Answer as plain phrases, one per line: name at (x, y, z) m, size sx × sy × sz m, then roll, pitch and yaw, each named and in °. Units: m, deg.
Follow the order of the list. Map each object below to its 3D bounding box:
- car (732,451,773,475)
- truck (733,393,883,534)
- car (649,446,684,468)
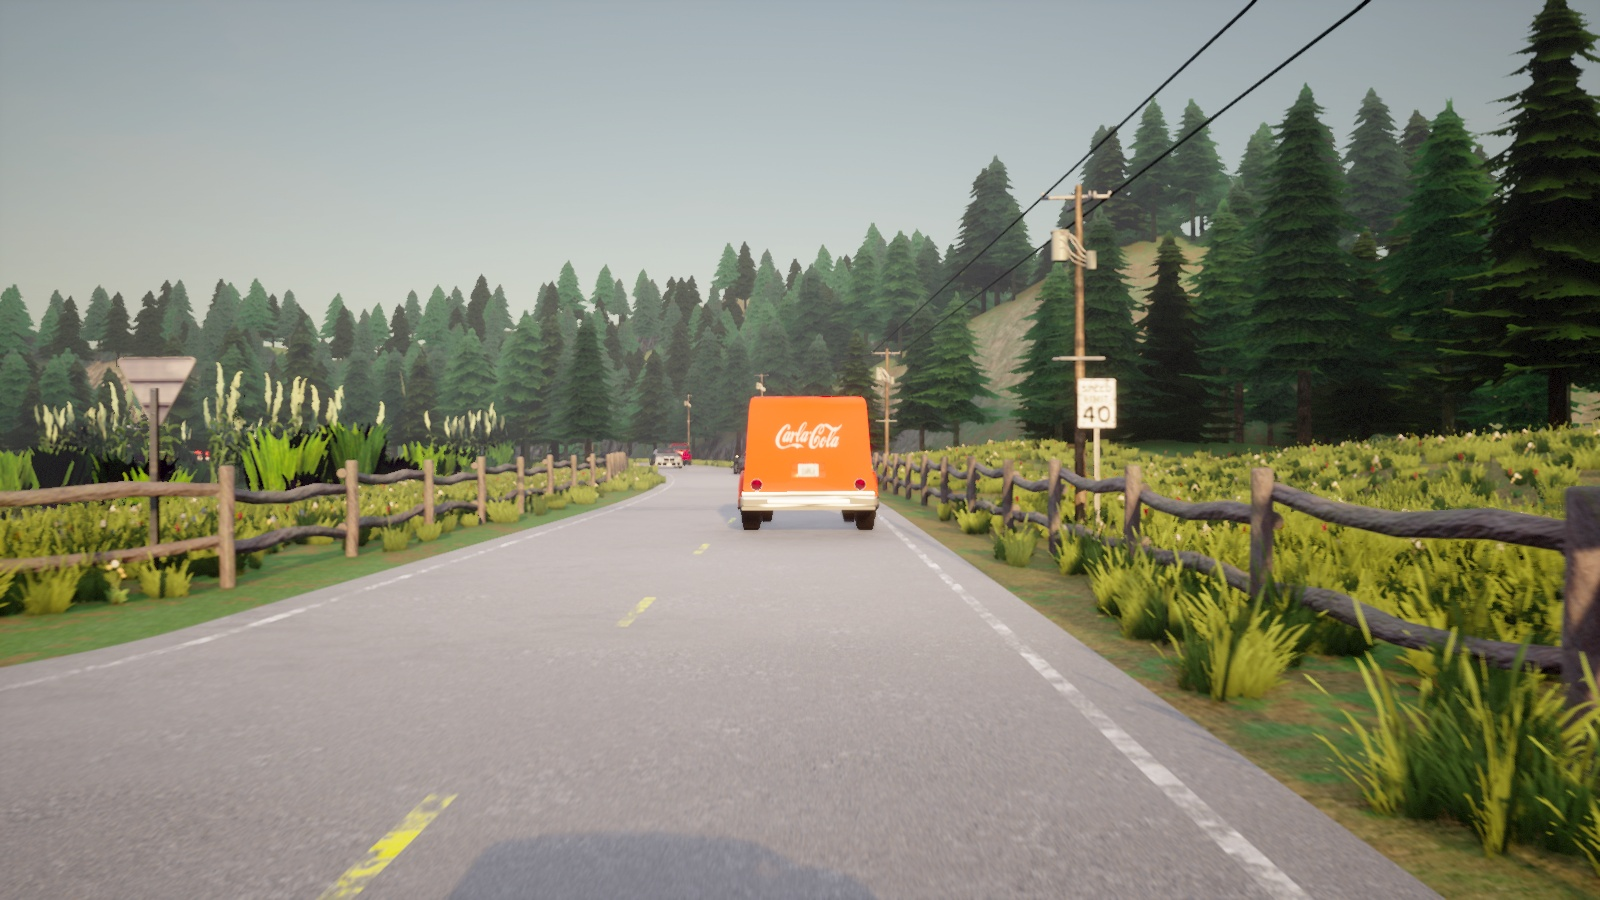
car at (-2.819, 0.745, 73.719) m, size 1.994 × 1.385 × 4.181 m, roll 0°, pitch 0°, yaw -8°
truck at (0.148, 0.239, 24.705) m, size 2.627 × 2.467 × 5.204 m, roll 0°, pitch 0°, yaw 0°
car at (-10.473, 0.528, 98.315) m, size 2.242 × 1.667 × 4.611 m, roll 0°, pitch 0°, yaw -12°
